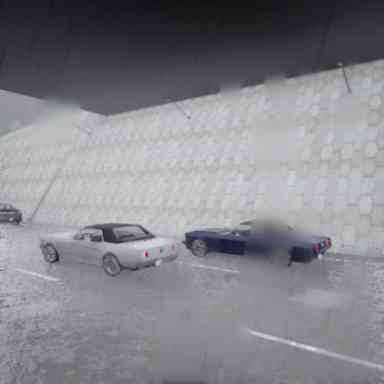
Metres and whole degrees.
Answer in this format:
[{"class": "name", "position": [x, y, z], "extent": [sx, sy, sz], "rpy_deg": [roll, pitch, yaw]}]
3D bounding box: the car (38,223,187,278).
[{"class": "car", "position": [-2.681, 1.614, 10.232], "extent": [4.718, 1.301, 1.895], "rpy_deg": [0, 0, 36]}]

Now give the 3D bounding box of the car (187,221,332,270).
[{"class": "car", "position": [1.997, 1.621, 11.180], "extent": [4.718, 1.301, 1.895], "rpy_deg": [0, 0, 36]}]

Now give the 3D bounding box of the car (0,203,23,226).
[{"class": "car", "position": [-13.198, 1.509, 22.099], "extent": [4.902, 1.511, 2.128], "rpy_deg": [0, 0, 36]}]
